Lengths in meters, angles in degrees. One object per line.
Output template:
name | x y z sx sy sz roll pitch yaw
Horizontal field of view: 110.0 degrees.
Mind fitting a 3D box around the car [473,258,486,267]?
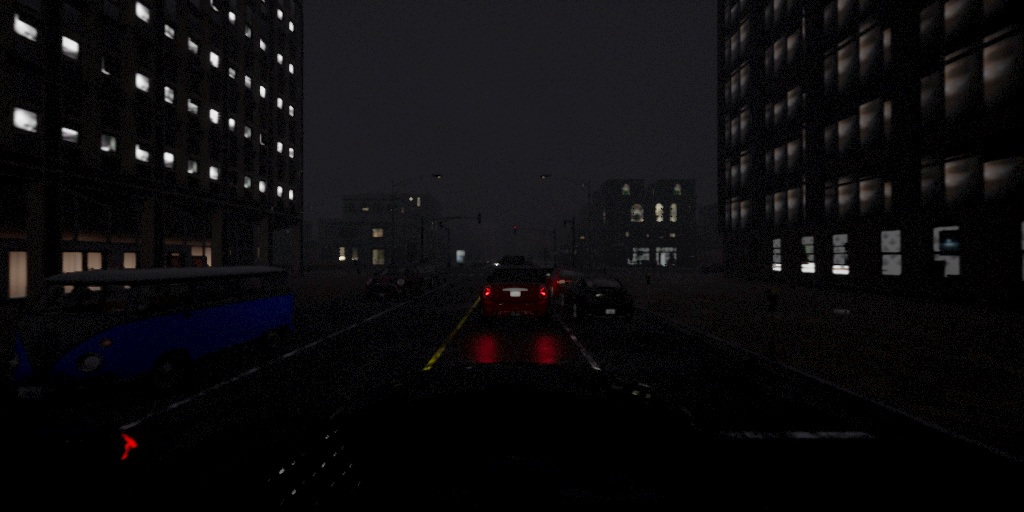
car | -5.685 1.239 61.485 1.802 1.307 4.207 0 0 0

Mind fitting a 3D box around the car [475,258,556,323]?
car | 0.098 1.085 12.237 2.097 1.767 4.553 0 0 0

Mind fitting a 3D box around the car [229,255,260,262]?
car | -30.948 0.853 41.572 5.009 1.841 2.192 0 0 1

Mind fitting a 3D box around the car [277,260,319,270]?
car | -25.412 1.112 41.486 4.403 1.370 2.007 0 0 1

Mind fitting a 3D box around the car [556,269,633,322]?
car | 2.691 1.284 12.005 2.007 1.370 4.403 0 0 0

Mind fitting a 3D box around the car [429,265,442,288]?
car | -5.688 1.267 23.407 2.007 1.370 4.403 0 0 0

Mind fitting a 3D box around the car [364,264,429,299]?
car | -5.689 1.165 17.715 1.967 1.591 4.097 0 0 0

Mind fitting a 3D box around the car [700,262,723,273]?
car | 23.646 1.367 40.692 4.207 1.307 1.802 0 0 1

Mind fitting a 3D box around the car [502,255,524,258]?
car | 0.102 0.930 27.829 2.150 2.045 5.566 0 0 0

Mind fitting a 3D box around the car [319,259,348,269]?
car | -25.450 1.119 49.868 4.829 1.417 1.751 0 0 1

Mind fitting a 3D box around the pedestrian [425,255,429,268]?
pedestrian | -12.547 0.801 52.617 0.375 1.860 0.375 0 0 1

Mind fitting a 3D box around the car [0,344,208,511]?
car | -3.100 1.316 0.370 1.994 1.385 4.181 0 0 0

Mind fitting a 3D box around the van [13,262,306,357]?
van | -5.690 1.084 6.331 1.690 1.789 3.998 0 0 0
